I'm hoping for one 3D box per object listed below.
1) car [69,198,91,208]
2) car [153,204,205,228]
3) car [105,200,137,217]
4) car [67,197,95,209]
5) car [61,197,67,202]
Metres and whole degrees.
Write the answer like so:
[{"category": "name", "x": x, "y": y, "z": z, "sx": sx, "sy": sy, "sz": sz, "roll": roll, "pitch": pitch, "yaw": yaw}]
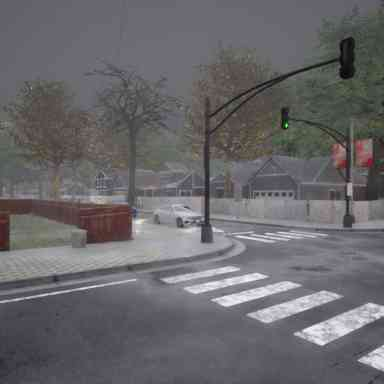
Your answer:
[{"category": "car", "x": -16.699, "y": 1.654, "z": 49.611, "sx": 1.994, "sy": 1.385, "sz": 4.181, "roll": 0, "pitch": 0, "yaw": -35}, {"category": "car", "x": -0.990, "y": 1.547, "z": 22.655, "sx": 1.812, "sy": 1.442, "sz": 4.674, "roll": 0, "pitch": 0, "yaw": -36}, {"category": "car", "x": -6.828, "y": 1.513, "z": 30.824, "sx": 1.882, "sy": 1.535, "sz": 5.008, "roll": 0, "pitch": 0, "yaw": -36}, {"category": "car", "x": -12.816, "y": 1.530, "z": 39.205, "sx": 1.882, "sy": 1.535, "sz": 5.008, "roll": 0, "pitch": 0, "yaw": -35}, {"category": "car", "x": -22.359, "y": 1.601, "z": 57.419, "sx": 2.128, "sy": 1.511, "sz": 4.902, "roll": 0, "pitch": 0, "yaw": -36}]
